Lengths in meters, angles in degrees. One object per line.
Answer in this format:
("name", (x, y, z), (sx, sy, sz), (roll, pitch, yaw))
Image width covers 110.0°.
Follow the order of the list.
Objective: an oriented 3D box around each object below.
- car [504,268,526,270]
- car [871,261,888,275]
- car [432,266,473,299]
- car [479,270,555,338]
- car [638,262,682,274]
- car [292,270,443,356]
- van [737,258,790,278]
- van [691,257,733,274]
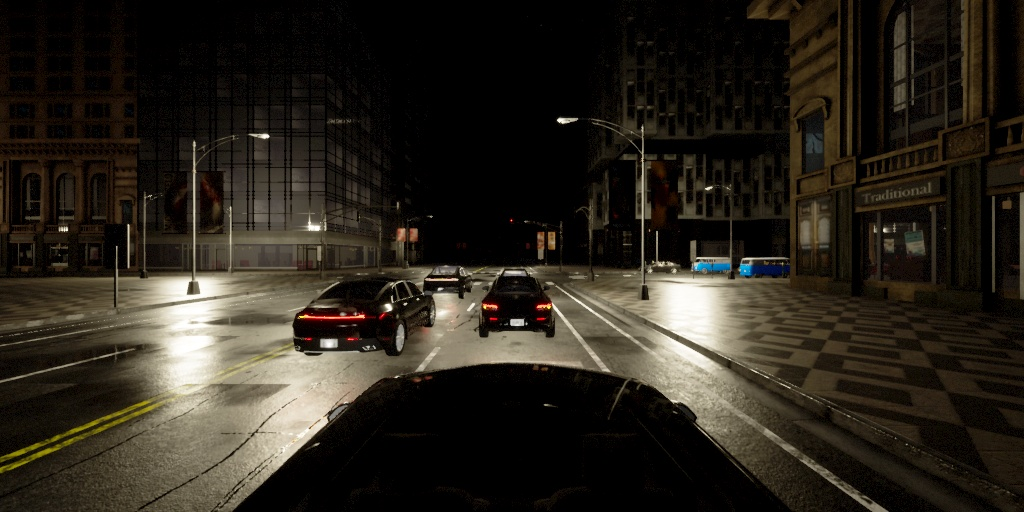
("car", (0.146, 1.314, 18.464), (1.994, 1.385, 4.181), (0, 0, 0))
("car", (32.774, 1.251, 30.186), (4.207, 1.307, 1.802), (0, 0, 0))
("car", (-3.108, 1.241, 17.994), (2.128, 1.511, 4.902), (0, 0, 0))
("car", (0.121, 1.276, 10.075), (1.812, 1.442, 4.674), (0, 0, 0))
("car", (15.977, 1.263, 38.829), (4.403, 1.370, 2.007), (0, 0, 0))
("car", (-3.134, 1.255, 8.580), (1.837, 1.490, 4.892), (0, 0, 0))
("van", (21.537, 1.032, 30.265), (3.998, 1.789, 1.690), (0, 0, 0))
("van", (21.596, 1.042, 38.790), (3.998, 1.789, 1.690), (0, 0, 0))
